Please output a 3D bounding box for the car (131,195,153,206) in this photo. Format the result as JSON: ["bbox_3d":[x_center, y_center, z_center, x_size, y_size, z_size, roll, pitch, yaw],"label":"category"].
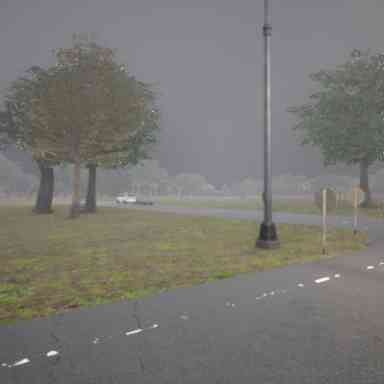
[{"bbox_3d":[-8.322,1.653,57.655,1.994,1.385,4.181,1,0,-32],"label":"car"}]

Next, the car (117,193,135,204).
[{"bbox_3d":[-12.625,1.303,64.099,2.150,2.045,5.566,1,0,-34],"label":"car"}]
